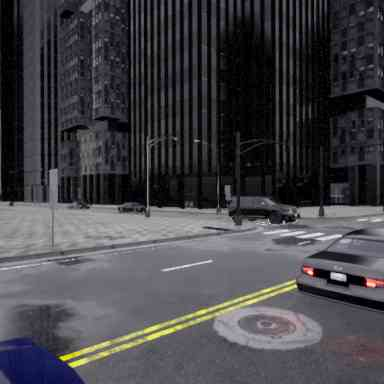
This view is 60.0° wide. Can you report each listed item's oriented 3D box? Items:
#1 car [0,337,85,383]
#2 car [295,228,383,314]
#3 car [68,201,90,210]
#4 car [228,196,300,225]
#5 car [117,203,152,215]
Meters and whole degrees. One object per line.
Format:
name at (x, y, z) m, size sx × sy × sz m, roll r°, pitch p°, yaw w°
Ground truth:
car at (-2.624, 1.601, 1.193) m, size 4.718 × 1.301 × 1.895 m, roll 0°, pitch 0°, yaw -42°
car at (4.451, 1.547, 7.561) m, size 5.357 × 1.411 × 2.033 m, roll 0°, pitch 0°, yaw -42°
car at (-16.836, 2.022, 49.548) m, size 1.994 × 1.385 × 4.181 m, roll 0°, pitch 0°, yaw -42°
car at (5.325, 1.333, 25.294) m, size 5.566 × 2.045 × 2.150 m, roll -1°, pitch -1°, yaw 45°
car at (-6.632, 1.899, 38.145) m, size 1.895 × 1.301 × 4.718 m, roll 0°, pitch 0°, yaw -42°
